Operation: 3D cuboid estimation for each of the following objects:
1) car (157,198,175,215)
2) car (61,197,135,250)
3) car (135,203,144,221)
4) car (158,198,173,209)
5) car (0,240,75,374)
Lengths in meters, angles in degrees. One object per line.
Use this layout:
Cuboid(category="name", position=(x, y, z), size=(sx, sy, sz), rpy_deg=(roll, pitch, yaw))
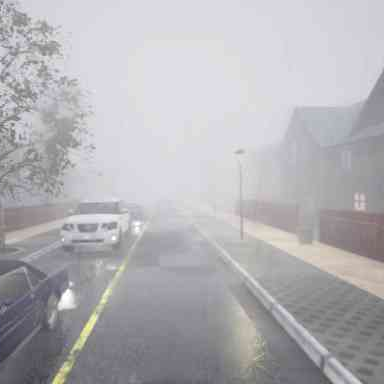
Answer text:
Cuboid(category="car", position=(-2.747, 1.629, 35.126), size=(1.895, 1.301, 4.718), rpy_deg=(-1, 0, -4))
Cuboid(category="car", position=(-4.009, 1.285, 14.753), size=(2.150, 2.045, 5.566), rpy_deg=(-1, 0, -5))
Cuboid(category="car", position=(-5.045, 1.638, 27.841), size=(1.994, 1.385, 4.181), rpy_deg=(-1, 0, -5))
Cuboid(category="car", position=(-3.802, 1.588, 47.664), size=(2.033, 1.411, 5.357), rpy_deg=(-1, 0, -4))
Cuboid(category="car", position=(-3.101, 1.654, 4.109), size=(1.895, 1.301, 4.718), rpy_deg=(-1, 0, -5))
